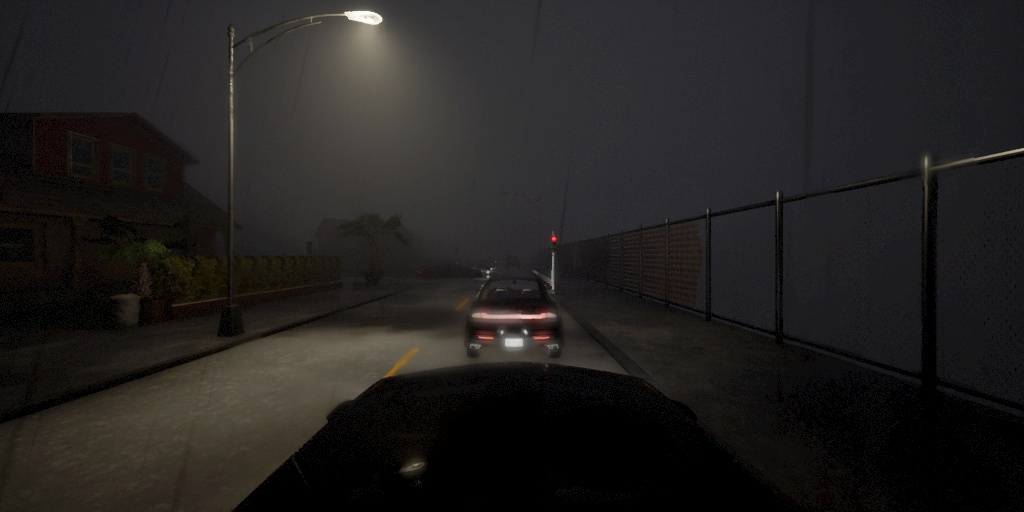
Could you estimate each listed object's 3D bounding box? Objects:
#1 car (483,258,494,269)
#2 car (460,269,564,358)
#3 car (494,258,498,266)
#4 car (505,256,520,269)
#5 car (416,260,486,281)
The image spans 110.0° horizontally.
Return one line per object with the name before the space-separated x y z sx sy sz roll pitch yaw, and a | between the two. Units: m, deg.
car | -4.092 1.255 51.831 1.837 1.490 4.892 0 0 0
car | 0.055 1.242 8.445 2.128 1.511 4.902 0 0 0
car | -4.072 1.297 61.697 2.033 1.411 5.357 0 0 0
car | 0.122 0.971 57.390 2.150 2.045 5.566 0 0 0
car | -5.201 1.297 29.766 5.357 1.411 2.033 0 0 -18
